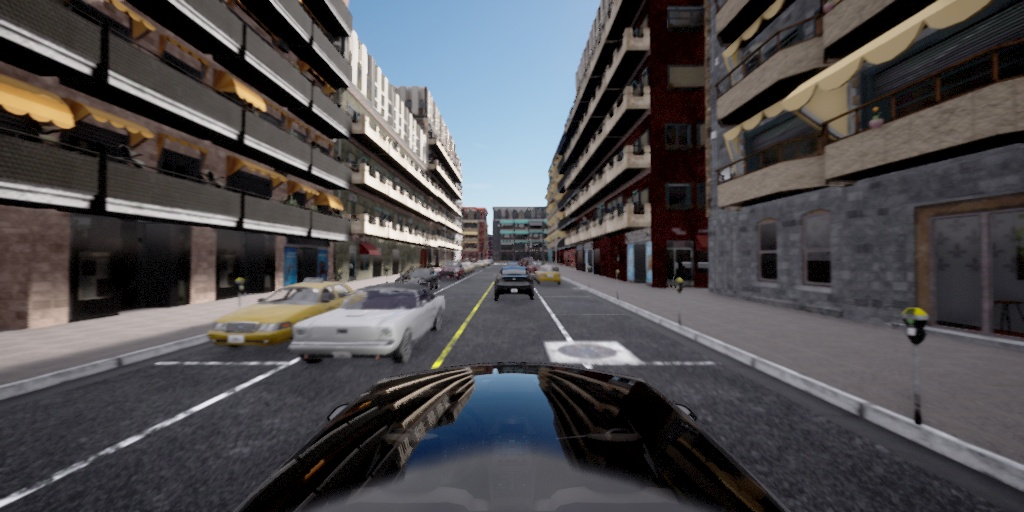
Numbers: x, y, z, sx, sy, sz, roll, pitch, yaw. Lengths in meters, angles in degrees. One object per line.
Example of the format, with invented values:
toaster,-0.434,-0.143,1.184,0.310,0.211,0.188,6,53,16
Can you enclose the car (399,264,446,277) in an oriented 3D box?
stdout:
car,-5.319,1.318,20.605,1.948,1.339,4.313,0,0,0

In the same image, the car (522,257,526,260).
car,2.556,1.095,48.457,2.192,1.841,5.009,0,0,0

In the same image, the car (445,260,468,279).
car,-5.321,1.199,31.734,1.967,1.591,4.097,0,0,0

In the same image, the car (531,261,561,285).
car,2.561,1.280,26.372,1.751,1.417,4.829,0,0,0

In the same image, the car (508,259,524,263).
car,0.093,1.332,39.707,1.994,1.385,4.181,0,0,0

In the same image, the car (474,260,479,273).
car,-5.323,1.297,42.691,1.751,1.417,4.829,0,0,0

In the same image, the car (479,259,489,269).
car,-5.332,1.326,59.384,1.751,1.417,4.829,0,0,0

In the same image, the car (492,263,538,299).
car,0.098,1.256,17.934,1.837,1.490,4.892,0,0,0

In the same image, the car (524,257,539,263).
car,2.559,1.205,37.328,1.967,1.591,4.097,0,0,0

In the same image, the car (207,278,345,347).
car,-5.316,1.275,9.308,1.751,1.417,4.829,0,0,0

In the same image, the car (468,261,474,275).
car,-5.322,1.290,37.127,1.751,1.417,4.829,0,0,0

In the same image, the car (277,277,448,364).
car,-2.851,1.350,8.212,1.895,1.301,4.718,0,0,0
